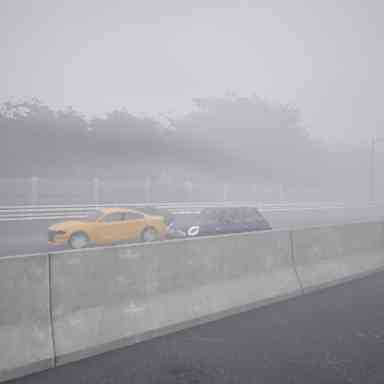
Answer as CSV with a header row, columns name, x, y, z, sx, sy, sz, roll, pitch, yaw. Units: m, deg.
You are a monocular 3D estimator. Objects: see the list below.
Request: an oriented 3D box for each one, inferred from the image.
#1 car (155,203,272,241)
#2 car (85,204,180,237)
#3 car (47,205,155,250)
name,x,y,z,sx,sy,sz,roll,pitch,yaw
car,1.108,1.365,13.472,4.553,1.767,2.097,0,0,-36
car,-3.312,1.503,18.910,4.902,1.511,2.128,0,0,-36
car,-3.554,1.481,14.407,5.008,1.535,1.882,0,0,-36
